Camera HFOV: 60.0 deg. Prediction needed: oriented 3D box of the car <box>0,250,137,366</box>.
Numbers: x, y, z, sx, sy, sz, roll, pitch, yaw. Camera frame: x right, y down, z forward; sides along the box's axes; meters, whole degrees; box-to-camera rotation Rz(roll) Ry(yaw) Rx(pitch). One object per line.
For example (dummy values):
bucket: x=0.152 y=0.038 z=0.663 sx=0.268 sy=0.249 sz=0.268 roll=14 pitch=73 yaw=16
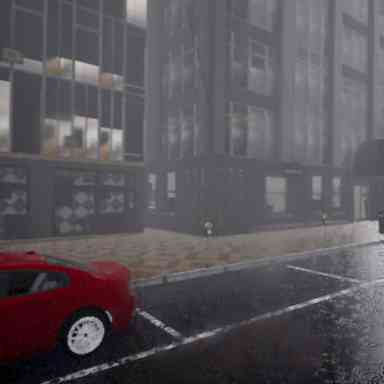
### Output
car: x=-2.964 y=1.545 z=4.433 sx=4.507 sy=1.381 sz=1.887 roll=0 pitch=1 yaw=-36
